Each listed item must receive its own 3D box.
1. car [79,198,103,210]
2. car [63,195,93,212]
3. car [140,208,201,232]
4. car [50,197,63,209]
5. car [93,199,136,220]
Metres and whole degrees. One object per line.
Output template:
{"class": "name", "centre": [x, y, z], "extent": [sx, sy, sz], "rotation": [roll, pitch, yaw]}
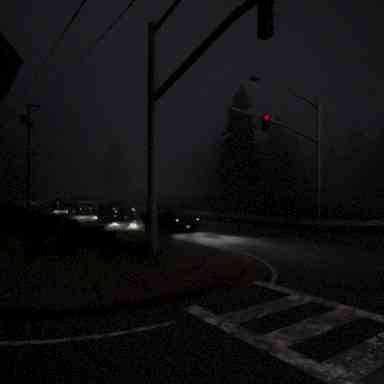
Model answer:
{"class": "car", "centre": [-13.975, 1.657, 45.955], "extent": [1.812, 1.442, 4.674], "rotation": [0, 0, -34]}
{"class": "car", "centre": [-12.042, 1.326, 36.601], "extent": [2.150, 2.045, 5.566], "rotation": [0, 0, -35]}
{"class": "car", "centre": [-1.449, 1.704, 21.122], "extent": [1.895, 1.301, 4.718], "rotation": [0, 0, -34]}
{"class": "car", "centre": [-17.800, 1.458, 45.063], "extent": [2.097, 1.767, 4.553], "rotation": [0, 0, -34]}
{"class": "car", "centre": [-6.548, 1.456, 28.568], "extent": [2.097, 1.767, 4.553], "rotation": [0, 0, -34]}
